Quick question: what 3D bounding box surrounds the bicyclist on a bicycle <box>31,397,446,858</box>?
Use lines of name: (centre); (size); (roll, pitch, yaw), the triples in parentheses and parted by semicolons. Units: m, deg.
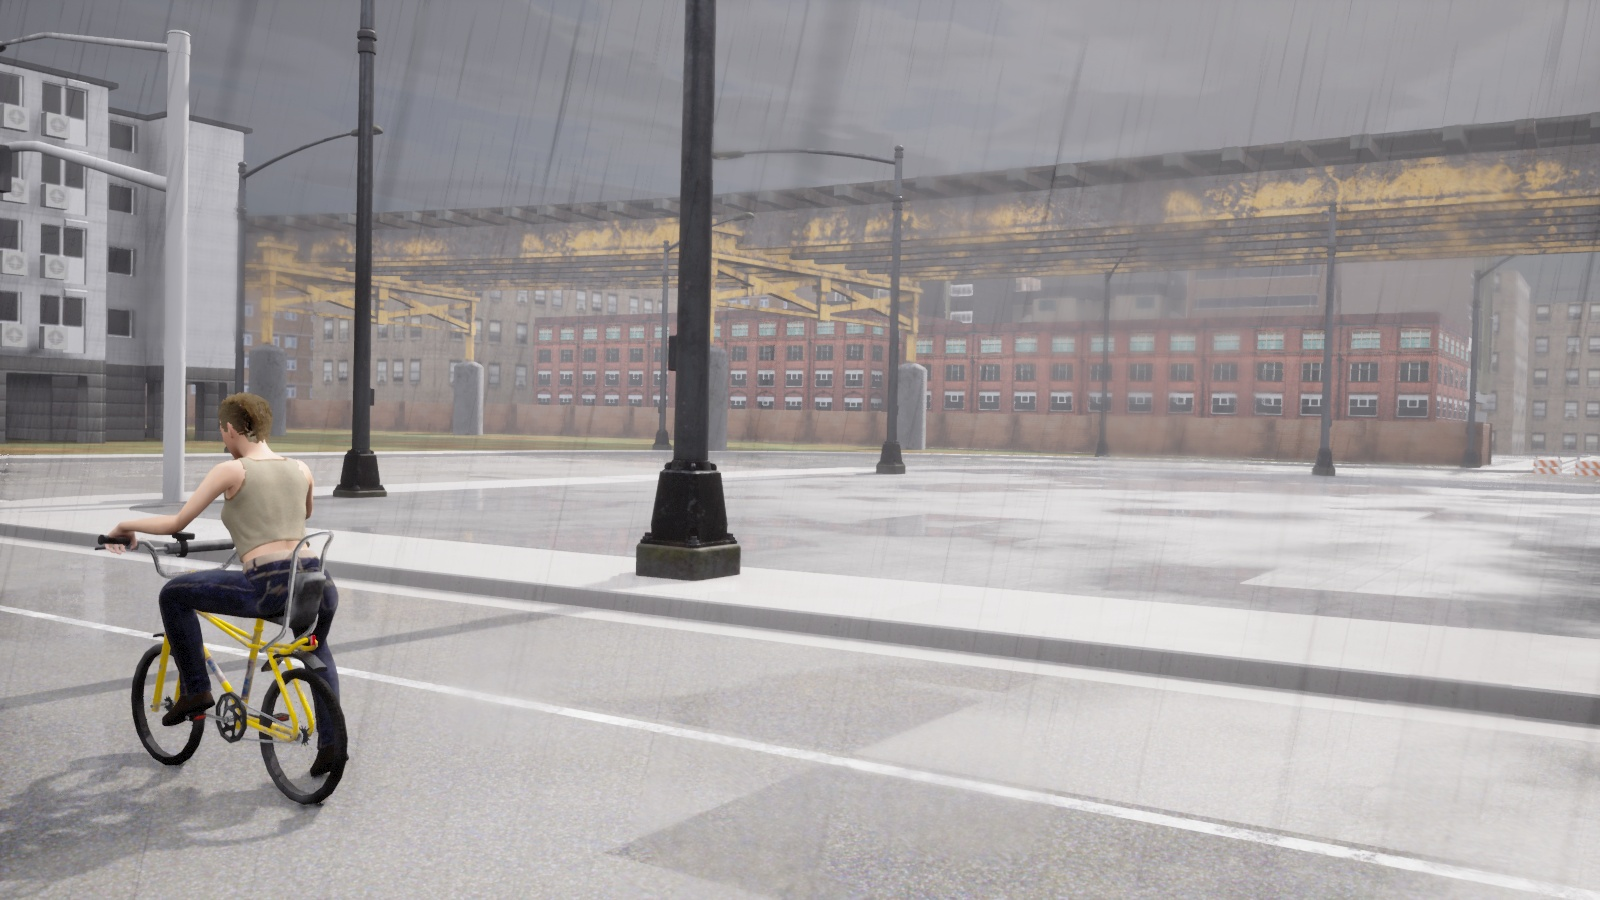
bicyclist on a bicycle: (-2.313, 0.612, 5.154); (1.509, 1.612, 0.866); (0, 1, 34)

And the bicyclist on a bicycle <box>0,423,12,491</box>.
bicyclist on a bicycle: (-19.475, 0.181, 29.353); (0.582, 1.620, 1.656); (1, 2, 32)
